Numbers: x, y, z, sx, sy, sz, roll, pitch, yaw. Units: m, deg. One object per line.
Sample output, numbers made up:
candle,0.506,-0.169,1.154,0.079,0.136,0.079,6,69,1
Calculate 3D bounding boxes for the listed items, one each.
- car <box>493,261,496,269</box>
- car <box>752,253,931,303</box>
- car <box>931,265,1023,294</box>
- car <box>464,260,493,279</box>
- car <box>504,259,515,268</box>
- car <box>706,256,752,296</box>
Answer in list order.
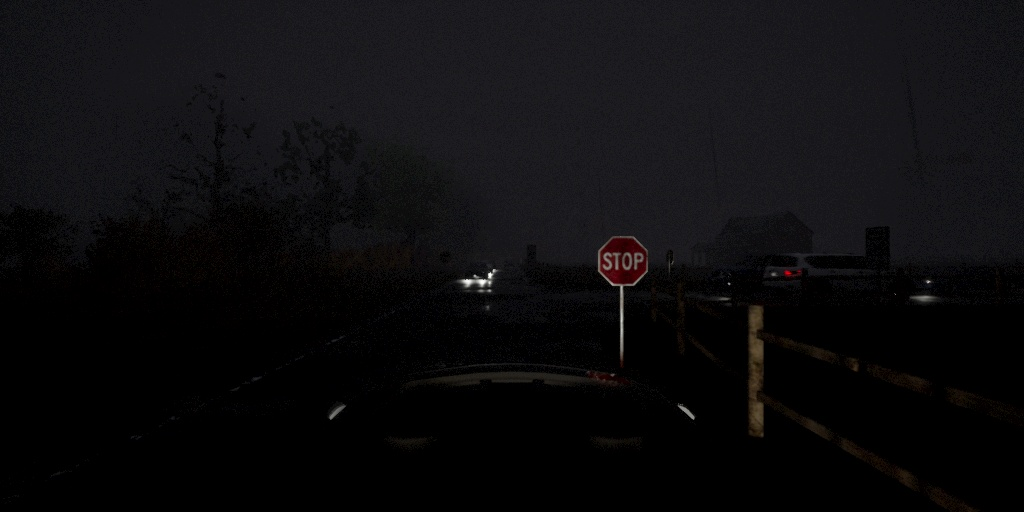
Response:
car,-3.204,1.239,42.489,1.812,1.442,4.674,0,0,-1
car,14.157,0.890,15.687,5.566,2.045,2.150,0,0,1
car,23.349,1.198,18.691,5.357,1.411,2.033,0,0,-2
car,-3.121,1.276,32.643,2.033,1.411,5.357,0,0,0
car,-0.426,1.226,60.277,2.033,1.411,5.357,0,0,-1
car,13.100,0.916,18.440,5.566,2.045,2.150,0,0,-1
